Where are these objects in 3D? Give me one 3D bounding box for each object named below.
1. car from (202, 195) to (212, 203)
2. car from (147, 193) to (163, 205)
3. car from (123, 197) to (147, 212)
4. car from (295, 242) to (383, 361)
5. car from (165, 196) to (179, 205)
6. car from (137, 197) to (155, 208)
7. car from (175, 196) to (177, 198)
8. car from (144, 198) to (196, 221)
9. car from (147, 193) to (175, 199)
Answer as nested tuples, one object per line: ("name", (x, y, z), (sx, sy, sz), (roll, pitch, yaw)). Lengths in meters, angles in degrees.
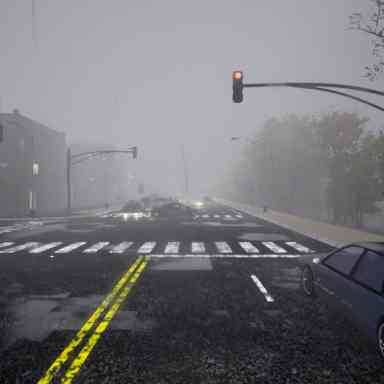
("car", (3.228, 1.470, 70.898), (1.882, 1.535, 5.008), (0, 0, 0))
("car", (-6.629, 1.213, 59.894), (2.150, 2.045, 5.566), (0, 0, 0))
("car", (-6.603, 1.558, 38.027), (1.994, 1.385, 4.181), (0, 0, 0))
("car", (3.353, 1.546, 5.448), (2.033, 1.411, 5.357), (0, 0, 0))
("car", (-3.384, 1.483, 57.954), (2.128, 1.511, 4.902), (0, 0, 0))
("car", (-6.623, 1.499, 48.422), (1.837, 1.490, 4.892), (0, 0, 0))
("car", (-3.369, 1.497, 45.377), (1.837, 1.490, 4.892), (0, 1, 0))
("car", (-1.463, 1.521, 27.097), (1.812, 1.442, 4.674), (1, 1, 33))
("car", (-3.350, 1.347, 36.509), (2.097, 1.767, 4.553), (0, 0, 0))
